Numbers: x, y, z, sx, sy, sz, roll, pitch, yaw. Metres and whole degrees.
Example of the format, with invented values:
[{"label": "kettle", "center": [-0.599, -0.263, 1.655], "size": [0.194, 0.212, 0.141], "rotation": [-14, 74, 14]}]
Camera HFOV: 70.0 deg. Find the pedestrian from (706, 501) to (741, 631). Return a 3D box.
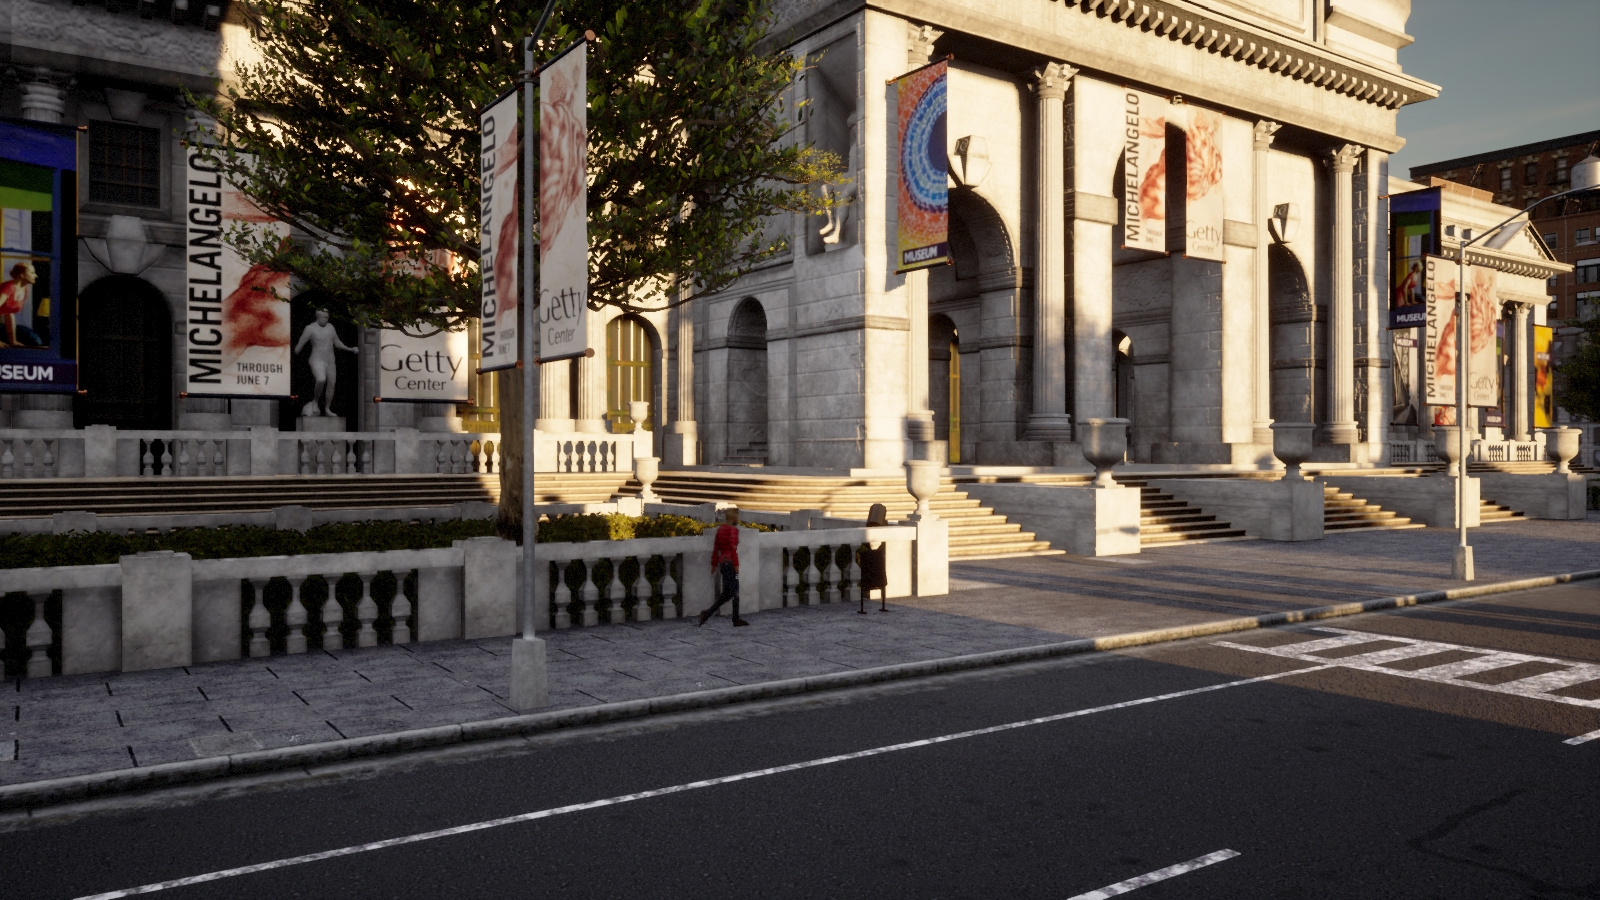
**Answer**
[{"label": "pedestrian", "center": [-1.129, 1.696, 16.809], "size": [0.375, 1.860, 0.375], "rotation": [0, 0, -33]}]
